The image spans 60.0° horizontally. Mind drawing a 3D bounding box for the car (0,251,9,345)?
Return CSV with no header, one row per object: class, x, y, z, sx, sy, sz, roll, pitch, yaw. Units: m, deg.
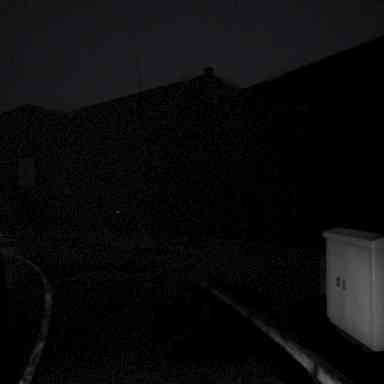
car,-3.286,1.253,2.549,2.150,2.045,5.566,1,0,-12
